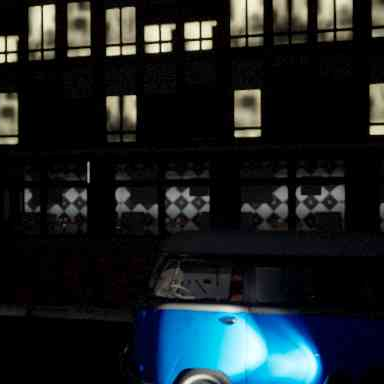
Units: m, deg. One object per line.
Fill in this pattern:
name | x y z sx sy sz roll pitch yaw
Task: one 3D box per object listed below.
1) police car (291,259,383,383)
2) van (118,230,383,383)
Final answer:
police car | 3.351 1.420 1.586 5.238 1.638 1.930 0 0 7
van | 1.307 1.342 3.666 3.998 1.788 1.690 0 0 7
